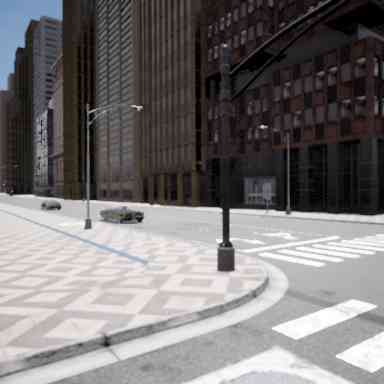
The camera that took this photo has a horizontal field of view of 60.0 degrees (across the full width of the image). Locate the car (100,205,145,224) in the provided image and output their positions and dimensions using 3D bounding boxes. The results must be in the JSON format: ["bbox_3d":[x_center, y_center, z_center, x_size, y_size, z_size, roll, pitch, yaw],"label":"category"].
[{"bbox_3d":[-5.482,1.699,25.930,1.895,1.301,4.718,0,0,-35],"label":"car"}]

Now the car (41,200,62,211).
[{"bbox_3d":[-19.479,1.755,45.839,2.033,1.411,5.357,0,0,-35],"label":"car"}]
